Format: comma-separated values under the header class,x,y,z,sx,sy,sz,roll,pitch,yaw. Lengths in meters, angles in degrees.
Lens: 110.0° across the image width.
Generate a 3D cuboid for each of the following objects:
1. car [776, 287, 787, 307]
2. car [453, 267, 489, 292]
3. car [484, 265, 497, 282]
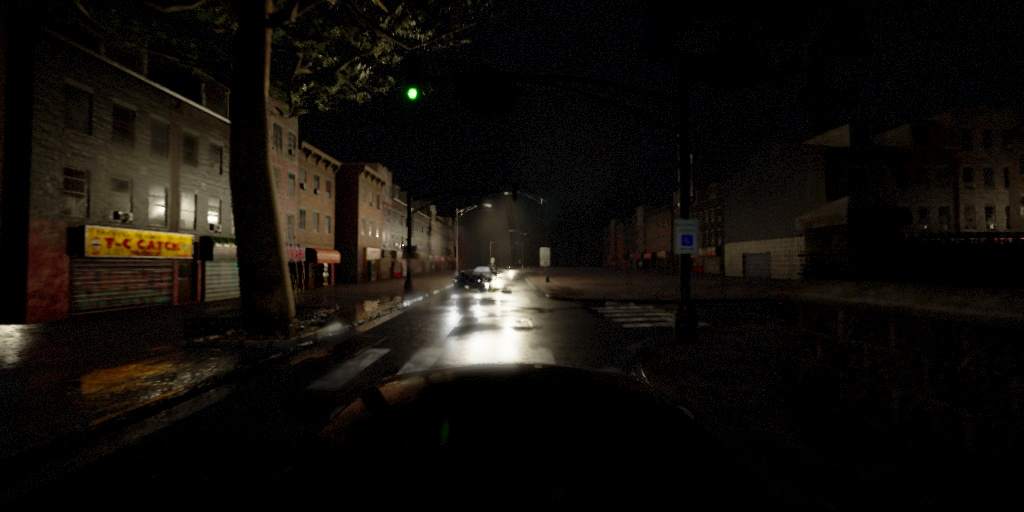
class,x,y,z,sx,sy,sz,roll,pitch,yaw
car,10.544,1.237,11.026,4.207,1.307,1.802,0,0,0
car,-2.808,1.656,24.393,1.895,1.301,4.718,0,-1,-1
car,-2.838,1.748,34.884,2.033,1.411,5.357,0,-1,0
